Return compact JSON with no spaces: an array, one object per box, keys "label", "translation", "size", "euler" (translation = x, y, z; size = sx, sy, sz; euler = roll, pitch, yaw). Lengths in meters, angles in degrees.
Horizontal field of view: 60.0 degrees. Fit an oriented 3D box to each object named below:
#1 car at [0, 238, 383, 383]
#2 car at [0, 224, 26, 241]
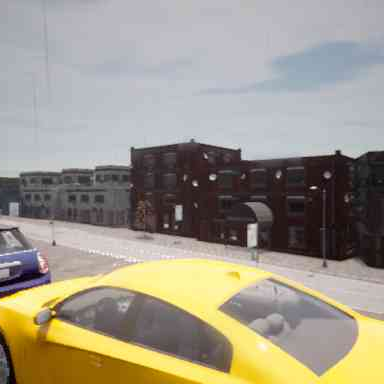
[{"label":"car","translation":[-0.302,1.478,3.476],"size":[5.008,1.535,2.097],"euler":[0,0,35]},{"label":"car","translation":[-4.871,1.355,6.581],"size":[4.553,1.767,2.185],"euler":[0,0,34]}]
